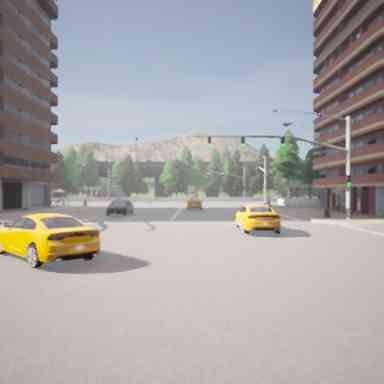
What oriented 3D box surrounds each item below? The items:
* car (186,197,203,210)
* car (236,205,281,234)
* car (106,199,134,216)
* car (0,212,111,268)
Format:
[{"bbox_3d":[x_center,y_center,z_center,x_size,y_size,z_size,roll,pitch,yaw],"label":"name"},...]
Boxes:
[{"bbox_3d":[0.316,1.446,42.123,1.882,1.535,5.008,0,0,0],"label":"car"},{"bbox_3d":[3.702,1.459,19.241,1.882,1.535,5.008,0,0,0],"label":"car"},{"bbox_3d":[-6.902,1.461,32.308,1.882,1.535,5.008,0,0,1],"label":"car"},{"bbox_3d":[-5.100,1.475,11.403,5.008,1.535,1.882,0,-1,43],"label":"car"}]
